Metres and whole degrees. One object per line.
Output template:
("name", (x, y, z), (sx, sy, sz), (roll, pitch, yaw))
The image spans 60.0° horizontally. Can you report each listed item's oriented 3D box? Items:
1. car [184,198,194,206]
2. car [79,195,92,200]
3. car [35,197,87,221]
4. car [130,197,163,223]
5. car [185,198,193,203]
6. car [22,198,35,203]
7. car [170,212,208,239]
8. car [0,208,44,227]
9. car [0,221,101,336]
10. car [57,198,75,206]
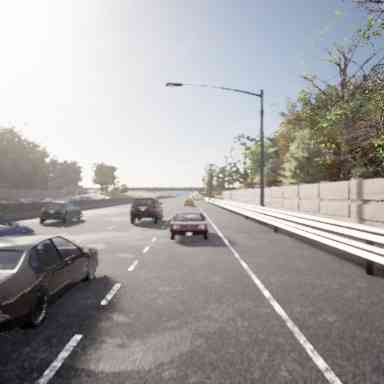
("car", (-0.546, 1.920, 64.659), (1.882, 1.535, 5.008), (0, 0, 0))
("car", (-21.562, 1.708, 66.350), (2.150, 2.045, 5.566), (0, 0, 0))
("car", (-10.638, 1.537, 27.363), (2.097, 1.767, 4.553), (0, 0, 0))
("car", (-3.634, 1.394, 27.092), (2.150, 2.045, 5.566), (0, 0, 0))
("car", (-0.730, 2.181, 86.696), (2.033, 1.411, 5.357), (0, -1, 0))
("car", (-32.061, 1.998, 66.290), (1.837, 1.490, 4.892), (0, 0, 0))
("car", (-0.159, 1.712, 18.046), (1.895, 1.301, 4.718), (0, 0, 0))
("car", (-6.998, 1.430, 10.946), (2.097, 1.767, 4.553), (0, 0, 0))
("car", (-3.466, 1.595, 6.941), (2.033, 1.411, 5.357), (0, 0, 0))
("car", (-25.061, 1.966, 66.348), (1.882, 1.535, 5.008), (0, 0, 0))
